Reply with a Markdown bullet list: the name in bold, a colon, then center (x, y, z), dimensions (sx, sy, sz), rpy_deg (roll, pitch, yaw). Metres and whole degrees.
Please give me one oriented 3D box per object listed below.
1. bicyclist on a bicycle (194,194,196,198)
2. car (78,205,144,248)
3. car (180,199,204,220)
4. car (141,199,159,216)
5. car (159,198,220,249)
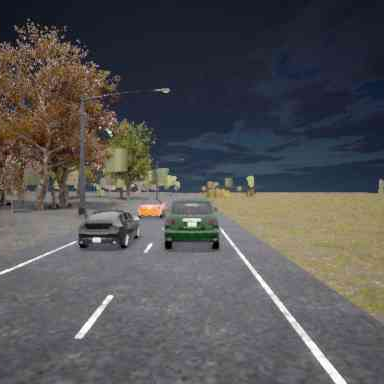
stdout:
- **bicyclist on a bicycle**: center (0.953, 1.444, 95.485), dimensions (0.866, 1.612, 1.509), rpy_deg (0, 0, 0)
- **car**: center (-3.500, 1.518, 14.651), dimensions (1.837, 1.490, 4.892), rpy_deg (0, 0, 0)
- **car**: center (0.000, 1.490, 29.651), dimensions (1.882, 1.535, 5.008), rpy_deg (0, 0, 0)
- **car**: center (-3.500, 1.371, 29.621), dimensions (2.097, 1.767, 4.553), rpy_deg (0, 0, 0)
- **car**: center (0.000, 1.260, 14.682), dimensions (2.150, 2.045, 5.566), rpy_deg (0, 0, 0)
